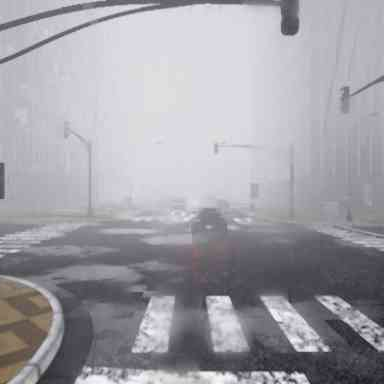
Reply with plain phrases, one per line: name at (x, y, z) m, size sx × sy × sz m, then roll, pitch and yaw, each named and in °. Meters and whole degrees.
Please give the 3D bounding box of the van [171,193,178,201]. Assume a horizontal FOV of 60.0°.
van at (-4.269, 1.198, 81.799) m, size 1.690 × 1.788 × 3.998 m, roll 0°, pitch 0°, yaw 0°

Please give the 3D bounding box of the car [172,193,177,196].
car at (-4.178, 1.466, 65.216) m, size 1.947 × 1.339 × 4.313 m, roll 0°, pitch 0°, yaw 0°

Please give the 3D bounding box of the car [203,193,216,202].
car at (3.702, 1.215, 65.259) m, size 2.192 × 1.841 × 5.009 m, roll 0°, pitch 0°, yaw 0°

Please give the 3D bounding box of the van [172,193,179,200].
van at (-4.299, 1.184, 87.326) m, size 1.690 × 1.788 × 3.998 m, roll 0°, pitch 0°, yaw 0°

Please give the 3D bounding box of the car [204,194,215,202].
car at (3.672, 1.326, 70.787) m, size 1.967 × 1.590 × 4.097 m, roll 0°, pitch 0°, yaw 0°

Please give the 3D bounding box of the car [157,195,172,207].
car at (-4.087, 1.520, 48.634) m, size 1.802 × 1.307 × 4.206 m, roll 0°, pitch 0°, yaw 0°

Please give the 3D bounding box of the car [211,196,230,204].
car at (3.873, 1.514, 43.151) m, size 1.947 × 1.339 × 4.313 m, roll 0°, pitch 0°, yaw 0°

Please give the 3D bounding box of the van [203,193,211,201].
van at (3.611, 1.198, 81.842) m, size 1.690 × 1.788 × 3.998 m, roll 0°, pitch 0°, yaw 0°

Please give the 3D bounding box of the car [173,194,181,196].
car at (-1.624, 1.473, 54.086) m, size 2.033 × 1.411 × 5.357 m, roll 0°, pitch 0°, yaw 0°

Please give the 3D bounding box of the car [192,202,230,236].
car at (1.016, 1.522, 18.386) m, size 1.812 × 1.442 × 4.674 m, roll 0°, pitch 0°, yaw 4°

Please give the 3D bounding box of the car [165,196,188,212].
car at (-1.560, 1.505, 38.150) m, size 2.033 × 1.411 × 5.357 m, roll 0°, pitch 0°, yaw 0°
